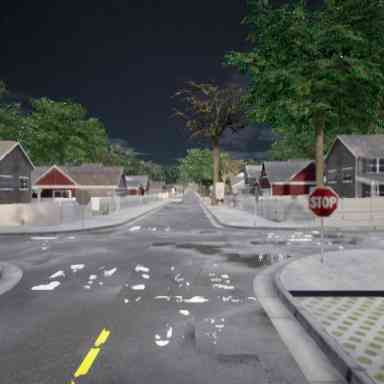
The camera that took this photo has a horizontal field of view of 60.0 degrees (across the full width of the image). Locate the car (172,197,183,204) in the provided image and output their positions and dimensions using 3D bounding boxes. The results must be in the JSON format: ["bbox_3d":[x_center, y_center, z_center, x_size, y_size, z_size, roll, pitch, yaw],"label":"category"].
[{"bbox_3d":[-2.732,1.505,62.714,1.895,1.301,4.718,0,0,0],"label":"car"}]
